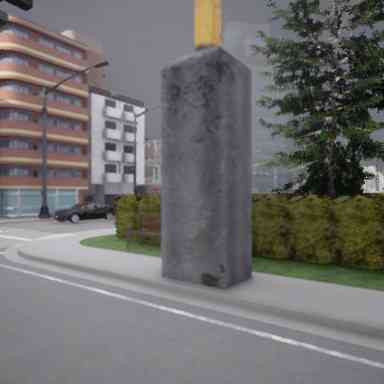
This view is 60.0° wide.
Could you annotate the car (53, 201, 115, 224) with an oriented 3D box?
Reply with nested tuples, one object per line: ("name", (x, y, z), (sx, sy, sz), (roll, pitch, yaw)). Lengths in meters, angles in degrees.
("car", (-8.077, 1.477, 25.450), (1.882, 1.535, 5.008), (0, 0, 36))
